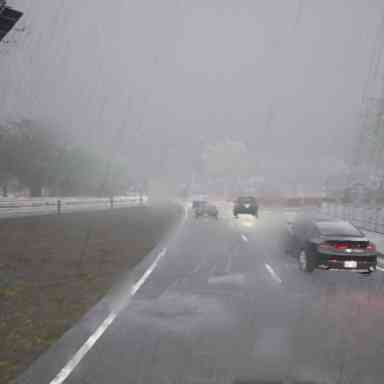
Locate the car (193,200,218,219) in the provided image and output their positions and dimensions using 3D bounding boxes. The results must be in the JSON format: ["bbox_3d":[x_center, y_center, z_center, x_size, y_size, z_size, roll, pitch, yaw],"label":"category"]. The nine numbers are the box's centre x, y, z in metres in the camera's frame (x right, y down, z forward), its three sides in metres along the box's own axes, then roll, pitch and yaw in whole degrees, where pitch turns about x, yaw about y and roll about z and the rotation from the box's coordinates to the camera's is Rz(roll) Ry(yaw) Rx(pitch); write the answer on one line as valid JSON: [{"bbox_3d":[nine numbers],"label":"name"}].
[{"bbox_3d":[1.255,1.671,30.132,1.895,1.301,4.718,1,0,1],"label":"car"}]

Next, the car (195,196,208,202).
[{"bbox_3d":[2.160,1.604,75.909,2.033,1.411,5.357,1,0,-7],"label":"car"}]

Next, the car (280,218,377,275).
[{"bbox_3d":[4.205,1.614,10.947,1.837,1.490,4.892,1,0,3],"label":"car"}]

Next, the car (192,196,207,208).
[{"bbox_3d":[0.993,1.554,46.490,1.882,1.535,5.008,1,0,-2],"label":"car"}]

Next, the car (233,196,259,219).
[{"bbox_3d":[5.111,1.369,31.324,2.150,2.045,5.566,1,0,8],"label":"car"}]
